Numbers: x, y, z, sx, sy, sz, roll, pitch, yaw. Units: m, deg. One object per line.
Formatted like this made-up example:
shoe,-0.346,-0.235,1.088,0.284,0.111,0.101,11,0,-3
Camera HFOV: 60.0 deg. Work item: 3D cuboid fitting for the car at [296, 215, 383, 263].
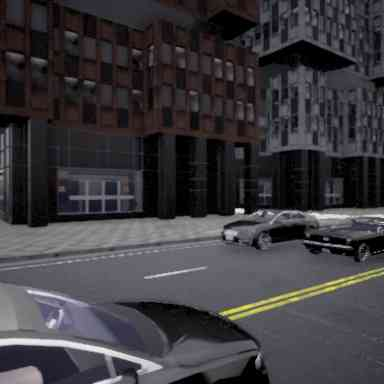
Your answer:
car,6.131,1.587,12.050,4.718,1.301,1.895,0,0,-35

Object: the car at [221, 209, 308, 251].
car,3.422,1.479,14.110,4.902,1.511,2.128,0,0,-35

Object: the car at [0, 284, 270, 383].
car,-1.511,1.491,2.361,4.902,1.511,2.128,0,0,-36
